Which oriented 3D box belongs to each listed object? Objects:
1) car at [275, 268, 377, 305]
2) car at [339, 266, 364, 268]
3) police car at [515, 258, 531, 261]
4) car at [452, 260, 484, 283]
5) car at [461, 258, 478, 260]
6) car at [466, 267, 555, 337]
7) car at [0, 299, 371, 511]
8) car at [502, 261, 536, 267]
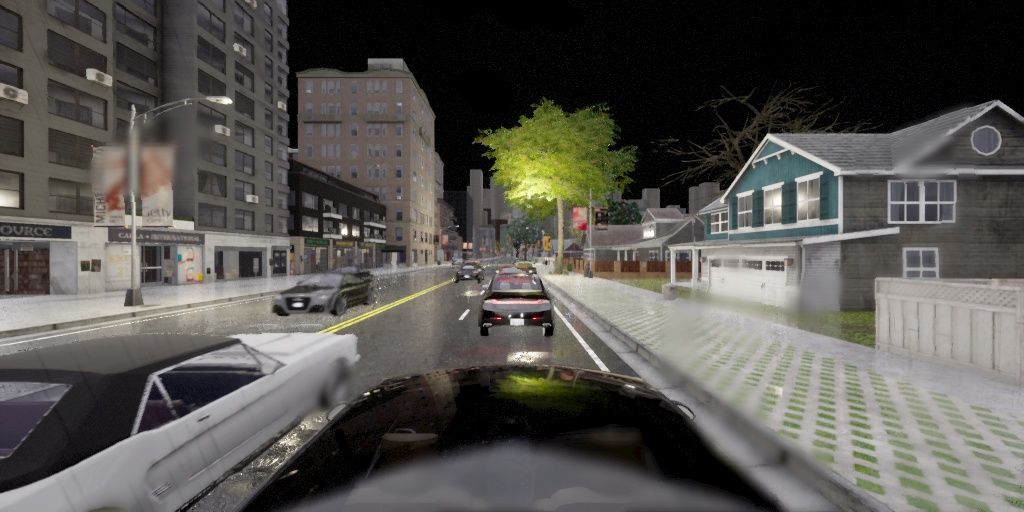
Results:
[{"bbox_3d":[-6.588,1.310,13.022,1.994,1.385,4.181,0,0,0],"label":"car"},{"bbox_3d":[-9.829,1.303,21.722,1.994,1.385,4.181,0,0,0],"label":"car"},{"bbox_3d":[1.003,1.155,29.563,1.930,1.638,5.238,0,0,0],"label":"police car"},{"bbox_3d":[-3.123,1.258,27.217,1.812,1.442,4.674,0,0,0],"label":"car"},{"bbox_3d":[-6.529,1.044,58.605,2.097,1.767,4.553,0,0,0],"label":"car"},{"bbox_3d":[0.111,1.239,10.330,2.128,1.511,4.902,0,0,0],"label":"car"},{"bbox_3d":[-3.146,1.350,3.129,1.895,1.301,4.718,0,0,0],"label":"car"},{"bbox_3d":[0.119,1.218,19.834,1.882,1.535,5.008,0,0,0],"label":"car"}]
